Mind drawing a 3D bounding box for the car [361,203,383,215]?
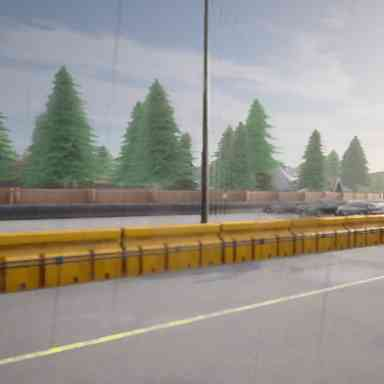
[{"bbox_3d":[15.685,1.761,26.078,4.718,1.301,1.895,1,0,-34],"label":"car"}]

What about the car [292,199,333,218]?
[{"bbox_3d":[12.267,1.484,32.253,4.553,1.767,2.097,0,0,-35],"label":"car"}]

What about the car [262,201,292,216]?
[{"bbox_3d":[9.278,1.671,34.445,4.181,1.385,1.994,1,0,-34],"label":"car"}]

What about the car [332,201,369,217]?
[{"bbox_3d":[15.108,1.663,29.954,4.892,1.490,1.837,1,0,-35],"label":"car"}]
